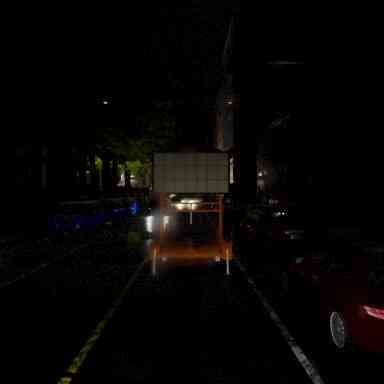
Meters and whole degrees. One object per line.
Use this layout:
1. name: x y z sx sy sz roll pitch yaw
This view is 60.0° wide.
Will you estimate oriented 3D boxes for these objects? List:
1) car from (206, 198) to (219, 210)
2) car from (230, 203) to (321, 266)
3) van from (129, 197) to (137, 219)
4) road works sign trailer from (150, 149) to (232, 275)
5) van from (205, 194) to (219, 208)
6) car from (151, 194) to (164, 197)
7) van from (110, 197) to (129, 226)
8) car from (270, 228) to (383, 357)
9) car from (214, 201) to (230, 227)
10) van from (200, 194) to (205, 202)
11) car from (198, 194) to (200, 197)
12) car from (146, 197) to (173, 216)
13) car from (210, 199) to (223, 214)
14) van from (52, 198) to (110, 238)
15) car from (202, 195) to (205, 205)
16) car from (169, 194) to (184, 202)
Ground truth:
1. car: 2.756 1.557 34.130 1.802 1.307 4.206 0 0 0
2. car: 2.822 1.311 11.488 2.192 1.841 5.009 0 0 0
3. van: -5.753 1.323 28.416 1.690 1.788 3.998 0 0 0
4. road works sign trailer: -0.029 0.461 10.433 2.380 3.560 2.880 0 0 0
5. van: 2.738 1.308 39.790 1.690 1.788 3.998 0 0 0
6. car: -5.836 1.252 56.705 2.192 1.841 5.009 0 0 0
7. van: -5.737 1.329 22.758 1.690 1.788 3.998 0 0 0
8. car: 2.840 1.581 5.827 1.802 1.307 4.206 0 0 0
9. car: 2.790 1.533 22.809 1.887 1.381 4.507 0 0 0
10. van: 2.688 1.278 56.771 1.690 1.788 3.998 0 0 0
11. car: 2.672 1.491 62.432 1.947 1.339 4.313 0 0 0
12. car: -3.195 1.502 32.590 1.812 1.442 4.674 0 0 0
13. car: 2.773 1.564 28.469 1.802 1.307 4.206 0 0 0
14. van: -5.719 1.334 17.100 1.690 1.788 3.998 0 0 0
15. car: 2.722 1.502 45.451 1.887 1.381 4.507 0 0 0
16. car: -3.197 1.463 66.750 2.033 1.411 5.357 0 0 0
